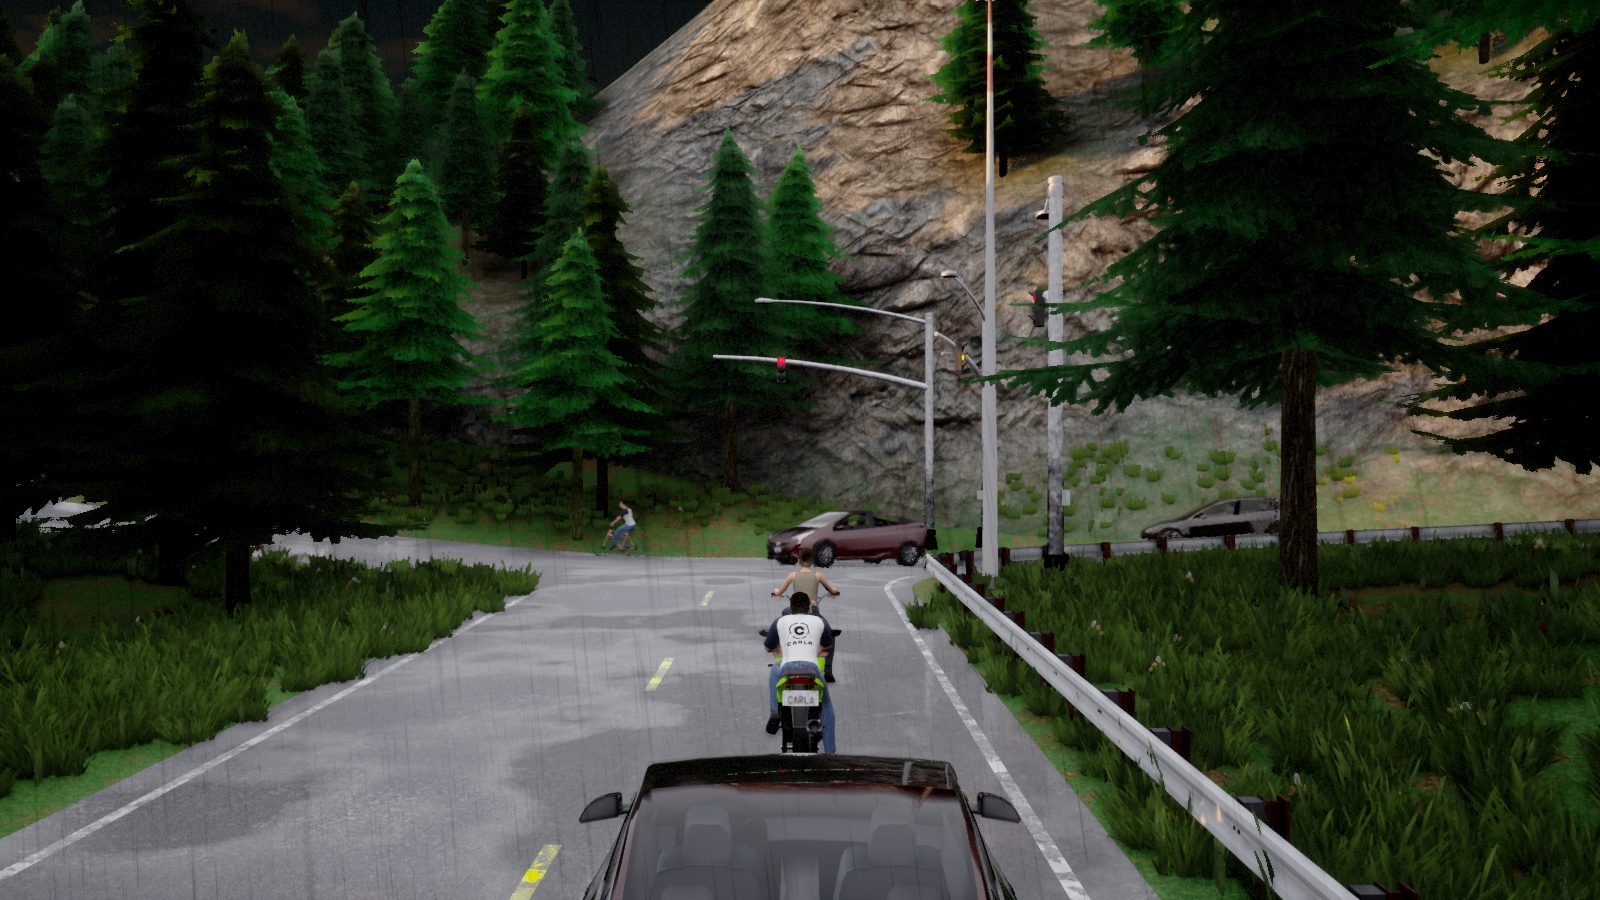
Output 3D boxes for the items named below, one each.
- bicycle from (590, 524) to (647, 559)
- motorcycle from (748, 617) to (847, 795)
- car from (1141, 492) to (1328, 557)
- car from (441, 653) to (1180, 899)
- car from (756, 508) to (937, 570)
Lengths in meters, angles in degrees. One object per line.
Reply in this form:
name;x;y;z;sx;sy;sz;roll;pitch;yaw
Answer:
bicycle;-5.561;2.816;35.028;1.643;1.024;0.373;1;-3;1
motorcycle;-0.020;2.213;10.238;0.803;1.145;2.033;0;0;0
car;12.471;2.142;33.185;4.792;1.488;2.163;-5;-2;15
car;0.029;2.063;5.012;2.163;1.488;4.792;0;0;0
car;1.284;2.365;30.565;4.514;1.525;2.007;3;-5;-34
